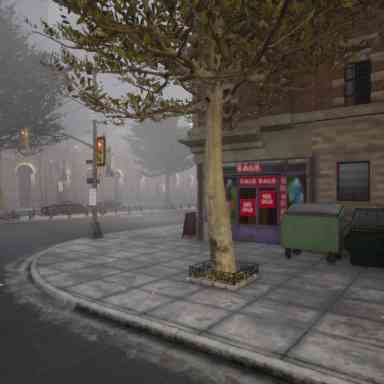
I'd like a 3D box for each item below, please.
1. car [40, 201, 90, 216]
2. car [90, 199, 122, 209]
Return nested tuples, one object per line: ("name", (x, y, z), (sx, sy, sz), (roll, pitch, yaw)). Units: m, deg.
("car", (-12.697, 1.564, 32.877), (1.994, 1.385, 4.181), (0, 0, 36))
("car", (-11.936, 1.595, 45.164), (1.895, 1.301, 4.718), (0, 0, 36))
